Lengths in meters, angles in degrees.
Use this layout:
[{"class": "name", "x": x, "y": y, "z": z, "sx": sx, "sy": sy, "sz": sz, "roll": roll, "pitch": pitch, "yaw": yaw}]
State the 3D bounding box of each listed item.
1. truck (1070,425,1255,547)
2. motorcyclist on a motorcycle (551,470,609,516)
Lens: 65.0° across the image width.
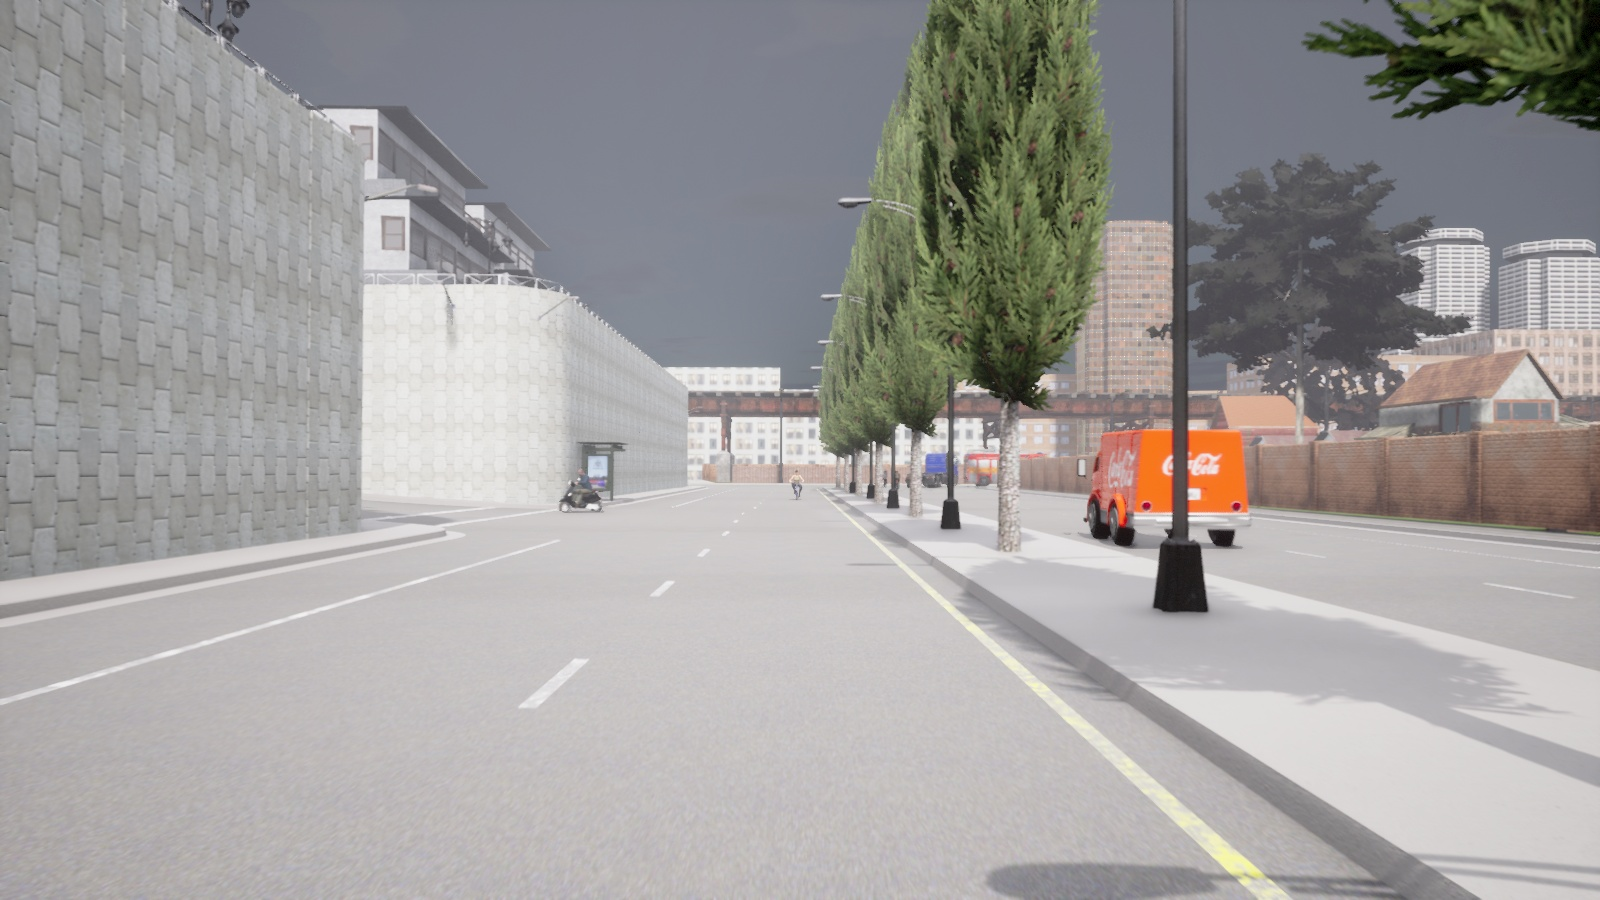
[{"class": "truck", "x": 7.930, "y": 0.767, "z": 28.134, "sx": 2.627, "sy": 2.467, "sz": 5.204, "roll": 0, "pitch": -1, "yaw": 0}, {"class": "motorcyclist on a motorcycle", "x": -7.871, "y": 1.528, "z": 44.959, "sx": 1.817, "sy": 1.590, "sz": 0.866, "roll": 1, "pitch": -3, "yaw": -41}]
